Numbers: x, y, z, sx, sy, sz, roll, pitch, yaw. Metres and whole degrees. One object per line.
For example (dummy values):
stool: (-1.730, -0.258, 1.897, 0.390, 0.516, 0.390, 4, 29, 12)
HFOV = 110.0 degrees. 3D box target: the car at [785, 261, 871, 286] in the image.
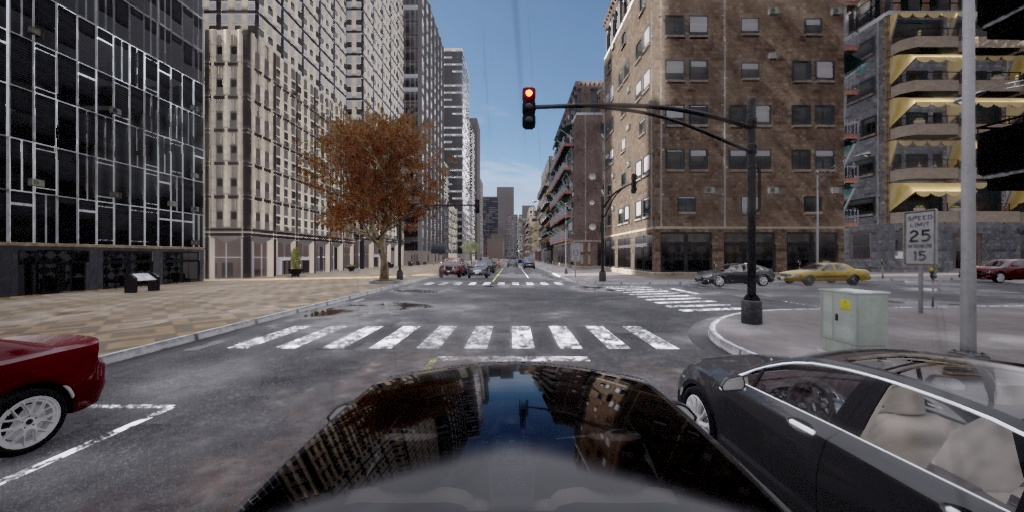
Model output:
car: (18.834, 0.993, 21.788, 4.829, 1.417, 1.751, 0, 0, -1)

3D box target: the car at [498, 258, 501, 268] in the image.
car: (-3.086, 1.380, 53.088, 1.895, 1.301, 4.718, 0, 0, 0)

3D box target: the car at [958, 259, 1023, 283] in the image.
car: (30.139, 0.859, 21.901, 4.507, 1.381, 1.888, 0, 0, -1)

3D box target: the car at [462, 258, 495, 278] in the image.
car: (-3.096, 1.255, 34.198, 2.128, 1.511, 4.902, 0, 0, 0)

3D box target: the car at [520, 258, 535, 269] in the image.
car: (2.698, 1.349, 56.798, 1.948, 1.339, 4.313, 0, 0, 0)

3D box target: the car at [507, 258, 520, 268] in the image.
car: (0.111, 1.284, 64.089, 2.128, 1.511, 4.902, 0, 0, 0)

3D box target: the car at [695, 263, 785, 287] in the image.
car: (13.437, 1.095, 21.734, 4.403, 1.370, 2.007, 0, 0, -1)

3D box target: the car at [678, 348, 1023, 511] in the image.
car: (2.689, 1.300, 2.319, 2.007, 1.370, 4.403, 0, 0, 0)

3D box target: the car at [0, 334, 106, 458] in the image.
car: (-5.692, 1.295, 2.321, 1.888, 1.381, 4.507, 0, 0, 0)

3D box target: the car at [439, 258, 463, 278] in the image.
car: (-5.687, 1.079, 34.708, 2.192, 1.841, 5.009, 0, 0, 0)

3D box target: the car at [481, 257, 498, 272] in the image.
car: (-3.092, 1.123, 43.370, 2.097, 1.767, 4.553, 0, 0, 0)
